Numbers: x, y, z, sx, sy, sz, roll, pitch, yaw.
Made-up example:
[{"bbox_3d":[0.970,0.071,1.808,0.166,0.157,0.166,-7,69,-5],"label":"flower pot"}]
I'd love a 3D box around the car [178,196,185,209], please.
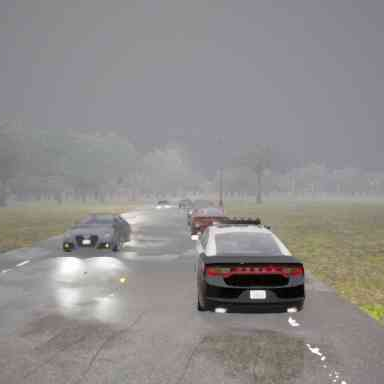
[{"bbox_3d":[-0.906,1.502,46.252,2.128,1.511,4.902,0,0,-1],"label":"car"}]

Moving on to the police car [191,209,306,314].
[{"bbox_3d":[1.024,1.424,7.865,1.930,1.638,5.238,0,0,-1],"label":"police car"}]

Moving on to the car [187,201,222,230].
[{"bbox_3d":[0.869,1.476,17.792,1.882,1.535,5.008,0,0,-1],"label":"car"}]

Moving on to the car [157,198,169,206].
[{"bbox_3d":[-4.876,1.622,56.824,1.895,1.301,4.718,0,0,-1],"label":"car"}]

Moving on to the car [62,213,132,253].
[{"bbox_3d":[-3.721,1.563,13.642,1.994,1.385,4.181,0,0,-1],"label":"car"}]

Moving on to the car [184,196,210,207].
[{"bbox_3d":[0.712,1.349,23.779,2.097,1.767,4.553,0,0,-2],"label":"car"}]

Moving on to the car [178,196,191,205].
[{"bbox_3d":[-1.320,1.514,59.135,2.128,1.511,4.902,0,0,-2],"label":"car"}]
